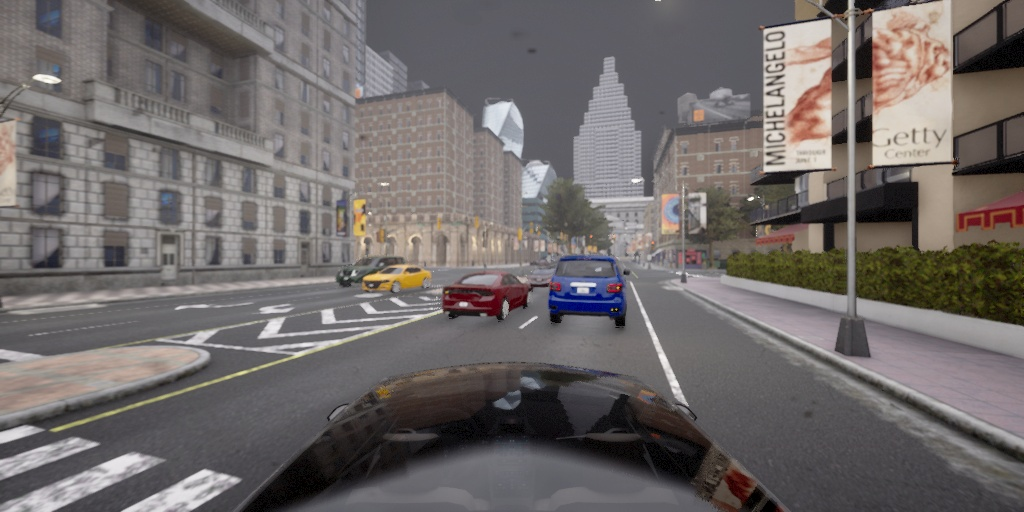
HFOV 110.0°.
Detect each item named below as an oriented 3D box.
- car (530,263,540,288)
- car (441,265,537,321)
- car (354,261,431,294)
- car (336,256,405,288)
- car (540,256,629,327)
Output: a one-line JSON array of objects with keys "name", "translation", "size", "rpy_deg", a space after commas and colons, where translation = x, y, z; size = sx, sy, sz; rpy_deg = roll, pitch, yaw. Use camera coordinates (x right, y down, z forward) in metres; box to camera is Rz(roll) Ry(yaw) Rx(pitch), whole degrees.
[{"name": "car", "translation": [2.230, 1.373, 22.396], "size": [2.033, 1.411, 5.357], "rpy_deg": [0, 0, 17]}, {"name": "car", "translation": [-0.686, 1.264, 12.802], "size": [1.882, 1.535, 5.008], "rpy_deg": [0, 0, 17]}, {"name": "car", "translation": [-6.656, 1.280, 21.212], "size": [1.882, 1.535, 5.008], "rpy_deg": [0, 0, 17]}, {"name": "car", "translation": [-9.303, 1.030, 24.502], "size": [2.150, 2.045, 5.566], "rpy_deg": [0, 0, 17]}, {"name": "car", "translation": [2.675, 1.012, 11.967], "size": [2.150, 2.045, 5.566], "rpy_deg": [0, 0, 18]}]
